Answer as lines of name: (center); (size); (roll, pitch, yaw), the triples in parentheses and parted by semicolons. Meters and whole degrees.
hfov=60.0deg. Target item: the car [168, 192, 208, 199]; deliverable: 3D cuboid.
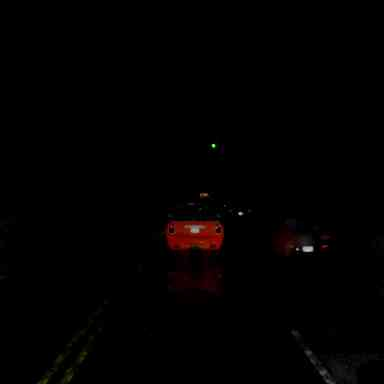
car: (-0.638, 1.099, 26.862); (2.150, 2.045, 5.566); (0, 0, -11)

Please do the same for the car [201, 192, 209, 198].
car: (3.269, 0.824, 87.161); (1.882, 1.535, 5.008); (0, 0, 0)

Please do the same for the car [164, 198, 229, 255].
car: (0.102, 1.291, 13.228); (2.097, 1.767, 4.553); (0, 0, 0)

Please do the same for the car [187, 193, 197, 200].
car: (0.017, 1.104, 76.742); (2.128, 1.511, 4.902); (0, 0, 0)

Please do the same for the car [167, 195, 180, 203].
car: (-3.273, 1.294, 59.851); (1.895, 1.301, 4.718); (0, 0, 1)

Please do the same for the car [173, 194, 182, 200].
car: (-3.233, 1.151, 75.379); (1.994, 1.385, 4.181); (0, 0, 0)

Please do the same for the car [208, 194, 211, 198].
car: (3.267, 1.173, 77.250); (1.895, 1.301, 4.718); (0, 0, 0)

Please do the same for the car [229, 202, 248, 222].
car: (3.359, 1.448, 25.086); (1.994, 1.385, 4.181); (0, 0, 0)

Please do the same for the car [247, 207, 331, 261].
car: (3.353, 1.471, 11.921); (1.812, 1.442, 4.674); (0, 0, 0)
